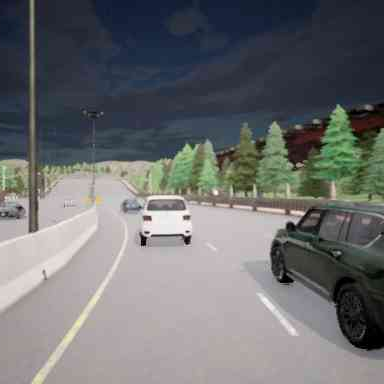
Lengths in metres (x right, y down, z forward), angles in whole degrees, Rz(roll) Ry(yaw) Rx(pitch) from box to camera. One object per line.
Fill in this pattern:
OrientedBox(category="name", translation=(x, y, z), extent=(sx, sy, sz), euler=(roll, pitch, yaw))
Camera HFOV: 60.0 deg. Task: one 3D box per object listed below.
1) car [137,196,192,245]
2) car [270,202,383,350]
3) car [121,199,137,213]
OrientedBox(category="car", translation=(-1.365, 1.184, 15.629), extent=(2.150, 2.045, 5.566), euler=(0, 0, -9))
OrientedBox(category="car", translation=(3.244, 1.186, 6.368), extent=(2.150, 2.045, 5.566), euler=(0, 0, -4))
OrientedBox(category="car", translation=(-6.780, 1.480, 36.883), extent=(2.033, 1.411, 5.357), euler=(0, 0, -17))
